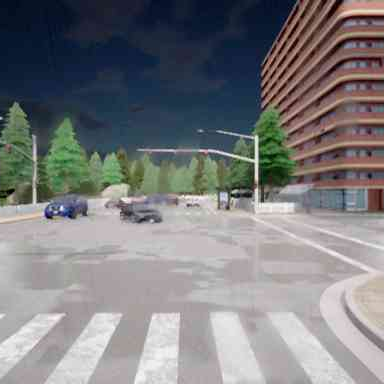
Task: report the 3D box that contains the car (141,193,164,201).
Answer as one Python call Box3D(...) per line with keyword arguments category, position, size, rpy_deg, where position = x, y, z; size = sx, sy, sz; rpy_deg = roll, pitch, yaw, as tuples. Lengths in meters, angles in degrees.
Box3D(category="car", position=(-6.720, 1.253, 57.716), size=(2.150, 2.045, 5.566), rpy_deg=(0, 0, 4))

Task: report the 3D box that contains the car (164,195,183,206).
Box3D(category="car", position=(-3.163, 1.507, 56.439), size=(1.882, 1.535, 5.008), rpy_deg=(0, 0, 3))

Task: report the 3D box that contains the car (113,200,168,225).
Box3D(category="car", position=(-4.027, 1.580, 25.177), size=(2.033, 1.411, 5.357), rpy_deg=(0, 0, -29))

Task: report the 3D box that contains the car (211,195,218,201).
Box3D(category="car", position=(6.726, 1.568, 81.998), size=(1.812, 1.442, 4.674), rpy_deg=(0, 0, 44))

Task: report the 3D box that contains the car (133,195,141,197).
Box3D(category="car", position=(-9.946, 1.383, 60.412), size=(2.097, 1.767, 4.553), rpy_deg=(0, 0, 6))

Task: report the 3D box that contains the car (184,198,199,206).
Box3D(category="car", position=(0.193, 1.629, 53.398), size=(1.895, 1.301, 4.718), rpy_deg=(0, 0, 1))

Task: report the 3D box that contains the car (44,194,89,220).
Box3D(category="car", position=(-10.560, 1.240, 28.510), size=(2.150, 2.045, 5.566), rpy_deg=(0, 0, 0))

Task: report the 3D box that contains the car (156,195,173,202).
Box3D(category="car", position=(-6.149, 1.517, 75.156), size=(1.882, 1.535, 5.008), rpy_deg=(0, 0, 23))

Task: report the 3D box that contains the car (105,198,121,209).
Box3D(category="car", position=(-10.504, 1.549, 45.431), size=(1.812, 1.442, 4.674), rpy_deg=(0, 0, 0))

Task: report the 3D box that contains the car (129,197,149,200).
Box3D(category="car", position=(-7.031, 1.623, 41.695), size=(1.895, 1.301, 4.718), rpy_deg=(0, 0, 0))
